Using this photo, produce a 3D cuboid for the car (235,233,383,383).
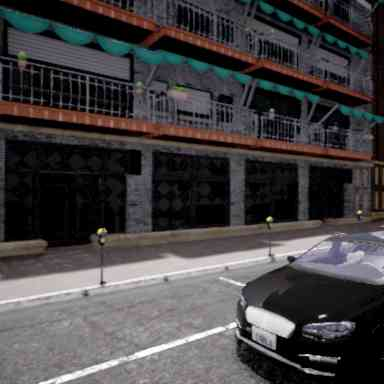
[{"bbox_3d":[2.854,1.480,5.403,4.902,1.511,2.128,0,0,-35],"label":"car"}]
